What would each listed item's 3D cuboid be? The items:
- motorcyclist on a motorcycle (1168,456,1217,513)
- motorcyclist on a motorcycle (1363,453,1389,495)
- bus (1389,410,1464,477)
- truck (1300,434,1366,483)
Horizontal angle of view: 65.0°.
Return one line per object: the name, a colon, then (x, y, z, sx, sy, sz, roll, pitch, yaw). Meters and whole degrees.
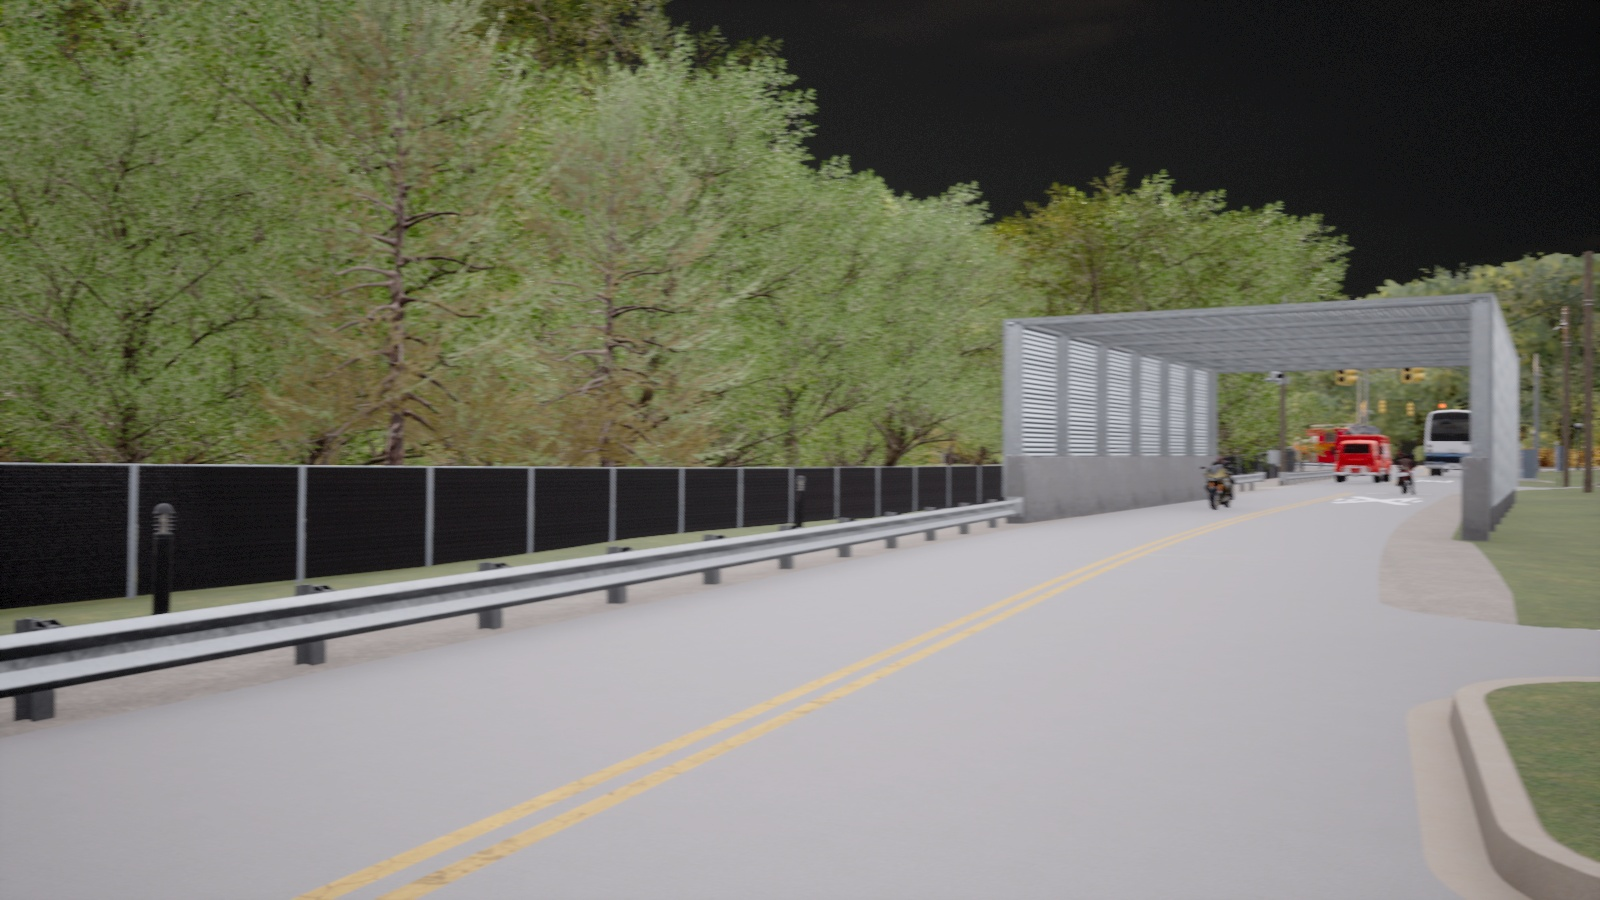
motorcyclist on a motorcycle: (10.888, 0.933, 34.786, 0.866, 1.530, 2.191, 0, 0, 30)
motorcyclist on a motorcycle: (21.933, 0.899, 47.807, 0.797, 1.523, 2.044, 0, 0, 28)
bus: (42.234, -0.429, 84.419, 3.944, 4.253, 10.273, 1, 0, 29)
truck: (28.226, 0.453, 66.398, 2.627, 2.467, 5.204, 0, 0, 29)
